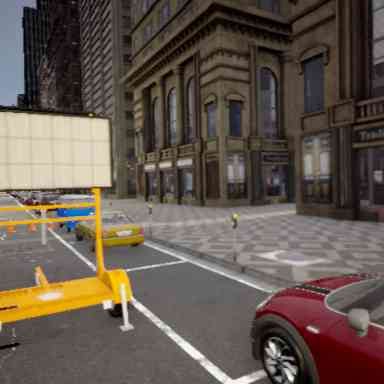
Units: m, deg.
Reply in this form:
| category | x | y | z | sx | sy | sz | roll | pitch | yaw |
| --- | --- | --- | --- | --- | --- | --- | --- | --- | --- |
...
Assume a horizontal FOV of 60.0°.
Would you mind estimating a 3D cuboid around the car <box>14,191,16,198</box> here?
| category | x | y | z | sx | sy | sz | roll | pitch | yaw |
| --- | --- | --- | --- | --- | --- | --- | --- | --- | --- |
| car | -31.080 | 0.868 | 61.193 | 1.802 | 1.307 | 4.206 | -3 | 2 | -30 |

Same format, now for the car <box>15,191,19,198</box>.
| category | x | y | z | sx | sy | sz | roll | pitch | yaw |
| --- | --- | --- | --- | --- | --- | --- | --- | --- | --- |
| car | -28.301 | 0.771 | 56.328 | 1.967 | 1.590 | 4.097 | -3 | 2 | -30 |

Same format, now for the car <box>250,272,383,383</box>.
| category | x | y | z | sx | sy | sz | roll | pitch | yaw |
| --- | --- | --- | --- | --- | --- | --- | --- | --- | --- |
| car | 2.313 | 1.290 | 2.854 | 1.967 | 1.590 | 4.097 | -3 | 2 | -30 |

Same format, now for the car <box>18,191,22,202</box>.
| category | x | y | z | sx | sy | sz | roll | pitch | yaw |
| --- | --- | --- | --- | --- | --- | --- | --- | --- | --- |
| car | -22.735 | 0.862 | 46.605 | 1.967 | 1.590 | 4.097 | -3 | 2 | -30 |

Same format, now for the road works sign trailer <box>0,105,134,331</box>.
| category | x | y | z | sx | sy | sz | roll | pitch | yaw |
| --- | --- | --- | --- | --- | --- | --- | --- | --- | --- |
| road works sign trailer | -2.614 | 0.370 | 5.836 | 2.380 | 3.560 | 2.880 | -2 | 2 | -30 |

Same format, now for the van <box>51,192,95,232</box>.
| category | x | y | z | sx | sy | sz | roll | pitch | yaw |
| --- | --- | --- | --- | --- | --- | --- | --- | --- | --- |
| van | -6.040 | 1.044 | 17.435 | 1.690 | 1.788 | 3.998 | -3 | 2 | -30 |

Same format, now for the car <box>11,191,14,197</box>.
| category | x | y | z | sx | sy | sz | roll | pitch | yaw |
| --- | --- | --- | --- | --- | --- | --- | --- | --- | --- |
| car | -39.430 | 0.694 | 75.776 | 1.887 | 1.381 | 4.507 | -3 | 2 | -30 |

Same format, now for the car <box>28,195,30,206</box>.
| category | x | y | z | sx | sy | sz | roll | pitch | yaw |
| --- | --- | --- | --- | --- | --- | --- | --- | --- | --- |
| car | -14.382 | 1.142 | 32.025 | 1.802 | 1.307 | 4.206 | -3 | 2 | -30 |

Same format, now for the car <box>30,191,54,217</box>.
| category | x | y | z | sx | sy | sz | roll | pitch | yaw |
| --- | --- | --- | --- | --- | --- | --- | --- | --- | --- |
| car | -11.607 | 0.922 | 27.157 | 2.192 | 1.841 | 5.009 | -3 | 2 | -30 |

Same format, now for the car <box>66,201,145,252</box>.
| category | x | y | z | sx | sy | sz | roll | pitch | yaw |
| --- | --- | --- | --- | --- | --- | --- | --- | --- | --- |
| car | -3.336 | 1.275 | 12.727 | 1.752 | 1.417 | 4.829 | -3 | 2 | -30 |

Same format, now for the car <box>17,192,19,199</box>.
| category | x | y | z | sx | sy | sz | roll | pitch | yaw |
| --- | --- | --- | --- | --- | --- | --- | --- | --- | --- |
| car | -25.514 | 0.942 | 51.470 | 1.947 | 1.339 | 4.313 | -3 | 2 | -30 |

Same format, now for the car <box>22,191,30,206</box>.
| category | x | y | z | sx | sy | sz | roll | pitch | yaw |
| --- | --- | --- | --- | --- | --- | --- | --- | --- | --- |
| car | -17.173 | 0.829 | 36.879 | 2.192 | 1.841 | 5.009 | -3 | 2 | -30 |
